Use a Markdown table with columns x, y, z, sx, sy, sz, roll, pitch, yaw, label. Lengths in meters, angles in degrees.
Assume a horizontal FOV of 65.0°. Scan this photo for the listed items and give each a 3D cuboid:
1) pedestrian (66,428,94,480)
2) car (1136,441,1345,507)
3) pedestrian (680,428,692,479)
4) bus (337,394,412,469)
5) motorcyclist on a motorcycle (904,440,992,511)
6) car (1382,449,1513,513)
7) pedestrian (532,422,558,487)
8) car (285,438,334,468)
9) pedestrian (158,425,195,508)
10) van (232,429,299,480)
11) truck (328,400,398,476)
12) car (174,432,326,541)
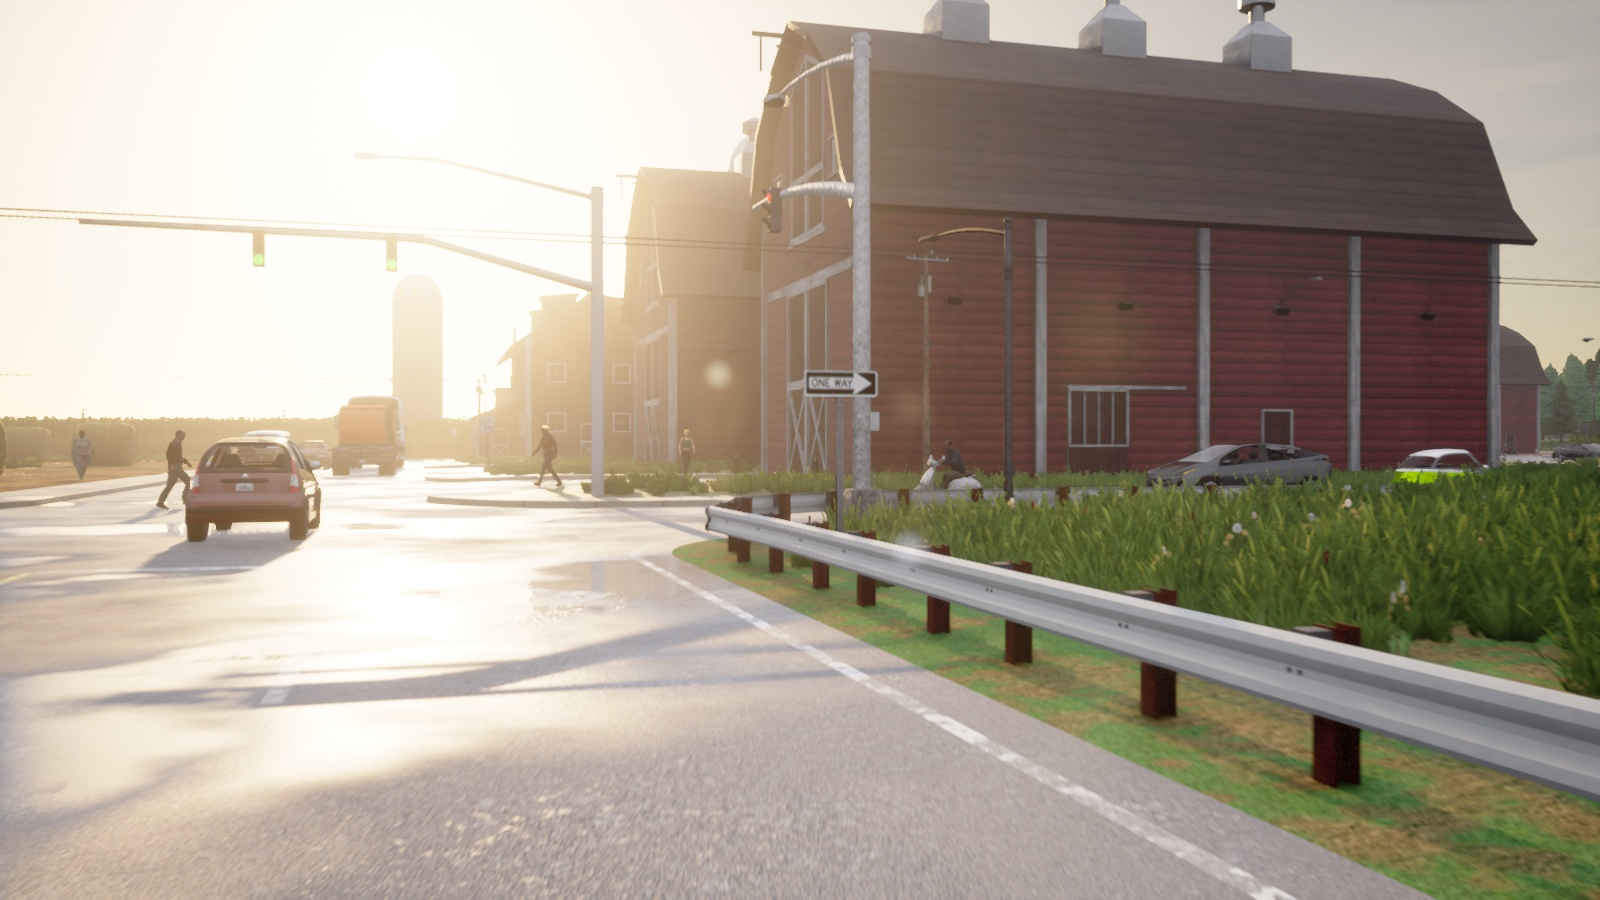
| x | y | z | sx | sy | sz | roll | pitch | yaw | label |
| --- | --- | --- | --- | --- | --- | --- | --- | --- | --- |
| -25.915 | 0.125 | 45.214 | 0.874 | 1.855 | 0.900 | 0 | 0 | -29 | pedestrian |
| 10.804 | 0.555 | 30.885 | 4.514 | 1.525 | 2.007 | 0 | 0 | -16 | car |
| -4.134 | 0.129 | 45.605 | 0.345 | 1.836 | 0.594 | 0 | 0 | -16 | pedestrian |
| -25.821 | -1.083 | 76.656 | 3.944 | 4.253 | 10.273 | 0 | 0 | -17 | bus |
| 3.394 | 0.568 | 28.797 | 1.817 | 1.590 | 0.866 | 0 | 0 | -16 | motorcyclist on a motorcycle |
| 14.584 | 0.681 | 28.315 | 2.207 | 1.376 | 1.481 | 0 | 0 | -16 | car |
| -7.243 | 0.125 | 35.719 | 0.636 | 1.846 | 0.331 | 0 | 0 | -43 | pedestrian |
| -28.101 | 0.163 | 72.095 | 2.242 | 1.667 | 4.611 | 0 | 0 | -17 | car |
| -14.076 | 0.378 | 28.369 | 0.720 | 1.854 | 0.376 | 0 | 0 | -23 | pedestrian |
| -21.994 | 0.161 | 51.828 | 2.069 | 2.038 | 4.480 | 0 | 0 | -17 | van |
| -21.102 | -0.626 | 60.991 | 2.891 | 3.462 | 7.936 | 0 | 1 | -17 | truck |
| -9.009 | 0.535 | 20.881 | 1.851 | 1.617 | 3.988 | 0 | 0 | -17 | car |
